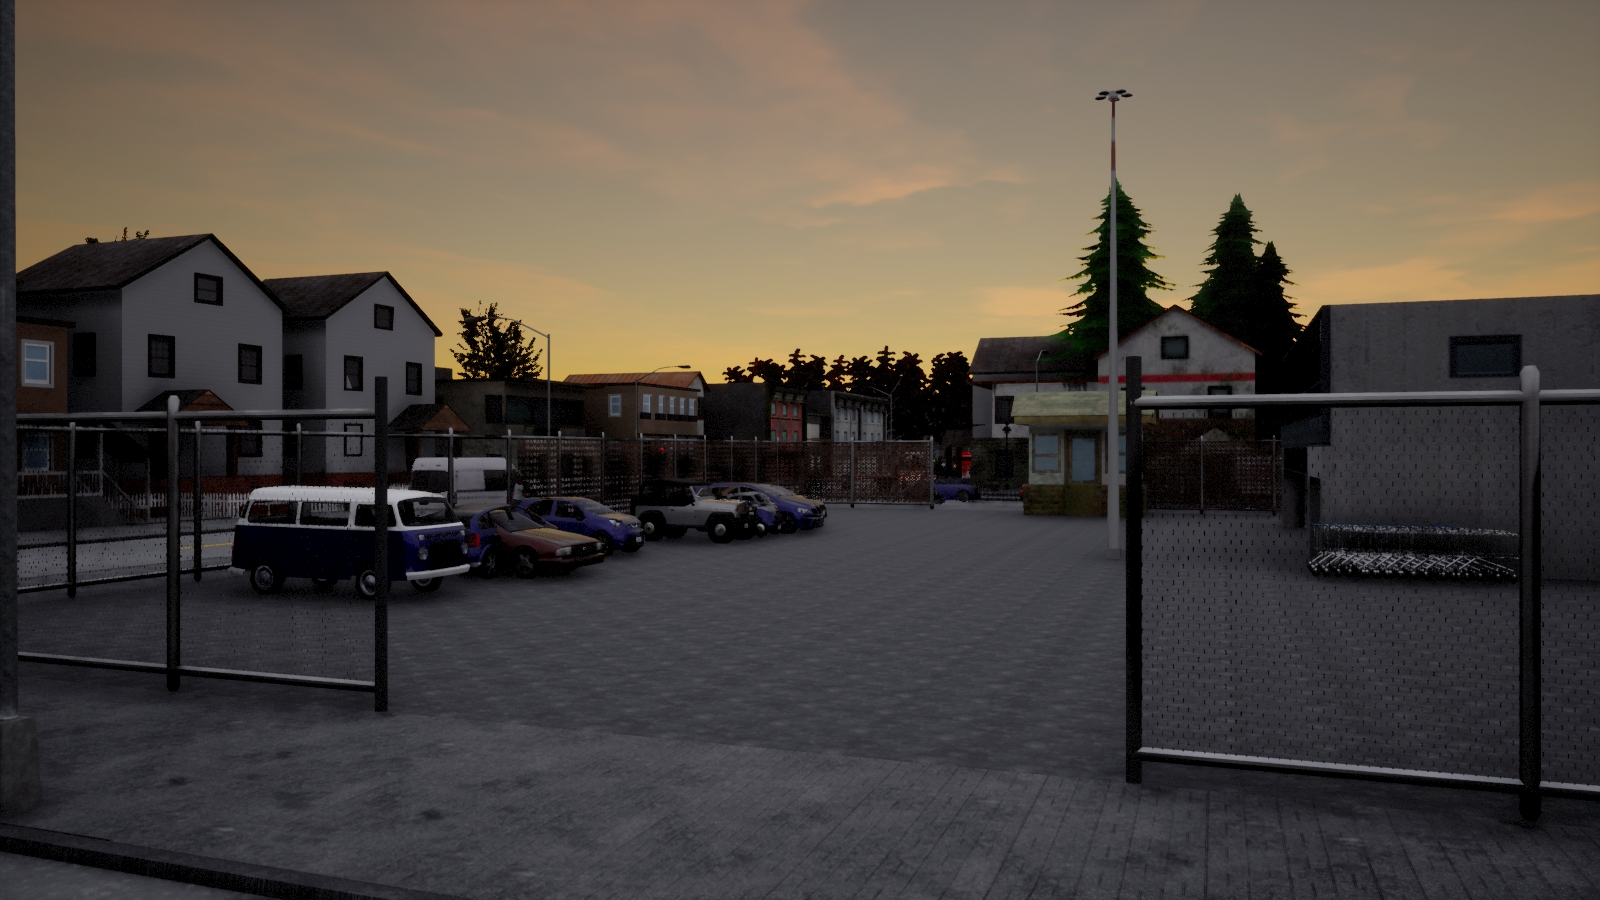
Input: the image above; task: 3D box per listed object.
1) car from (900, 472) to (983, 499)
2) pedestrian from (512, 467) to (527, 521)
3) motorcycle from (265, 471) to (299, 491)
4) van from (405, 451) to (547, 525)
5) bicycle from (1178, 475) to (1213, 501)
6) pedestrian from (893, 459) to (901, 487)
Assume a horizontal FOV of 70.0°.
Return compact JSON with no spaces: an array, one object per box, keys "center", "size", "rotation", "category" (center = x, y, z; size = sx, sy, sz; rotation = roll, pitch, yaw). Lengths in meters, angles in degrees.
[{"center":[7.726,1.901,62.276],"size":[4.181,1.385,1.994],"rotation":[0,0,20],"category":"car"},{"center":[-9.720,1.529,39.599],"size":[0.375,1.860,0.375],"rotation":[0,0,-42],"category":"pedestrian"},{"center":[-32.801,1.971,72.383],"size":[1.805,1.236,0.856],"rotation":[0,0,16],"category":"motorcycle"},{"center":[-11.918,1.319,42.535],"size":[1.988,2.561,5.915],"rotation":[0,0,20],"category":"van"},{"center":[20.023,1.936,57.891],"size":[1.643,1.296,0.373],"rotation":[0,0,19],"category":"bicycle"},{"center":[6.513,1.520,76.763],"size":[0.375,1.860,0.375],"rotation":[0,0,-15],"category":"pedestrian"}]
